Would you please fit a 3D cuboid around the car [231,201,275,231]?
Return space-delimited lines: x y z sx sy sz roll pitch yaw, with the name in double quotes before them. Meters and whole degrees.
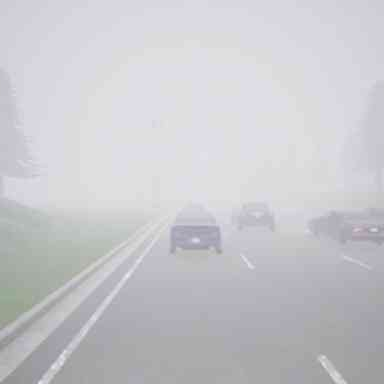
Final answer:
"car" 3.646 1.339 20.627 2.097 1.767 4.553 0 0 0

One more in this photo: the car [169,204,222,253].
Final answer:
"car" 0.129 1.468 13.667 1.882 1.535 5.008 0 0 0

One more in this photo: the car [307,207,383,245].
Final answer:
"car" 7.137 1.539 15.559 2.033 1.411 5.357 0 0 0

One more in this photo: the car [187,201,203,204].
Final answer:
"car" 0.169 1.542 30.816 1.994 1.385 4.181 0 0 0

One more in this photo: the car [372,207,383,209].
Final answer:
"car" 10.643 1.539 18.643 2.033 1.411 5.357 0 0 -1
